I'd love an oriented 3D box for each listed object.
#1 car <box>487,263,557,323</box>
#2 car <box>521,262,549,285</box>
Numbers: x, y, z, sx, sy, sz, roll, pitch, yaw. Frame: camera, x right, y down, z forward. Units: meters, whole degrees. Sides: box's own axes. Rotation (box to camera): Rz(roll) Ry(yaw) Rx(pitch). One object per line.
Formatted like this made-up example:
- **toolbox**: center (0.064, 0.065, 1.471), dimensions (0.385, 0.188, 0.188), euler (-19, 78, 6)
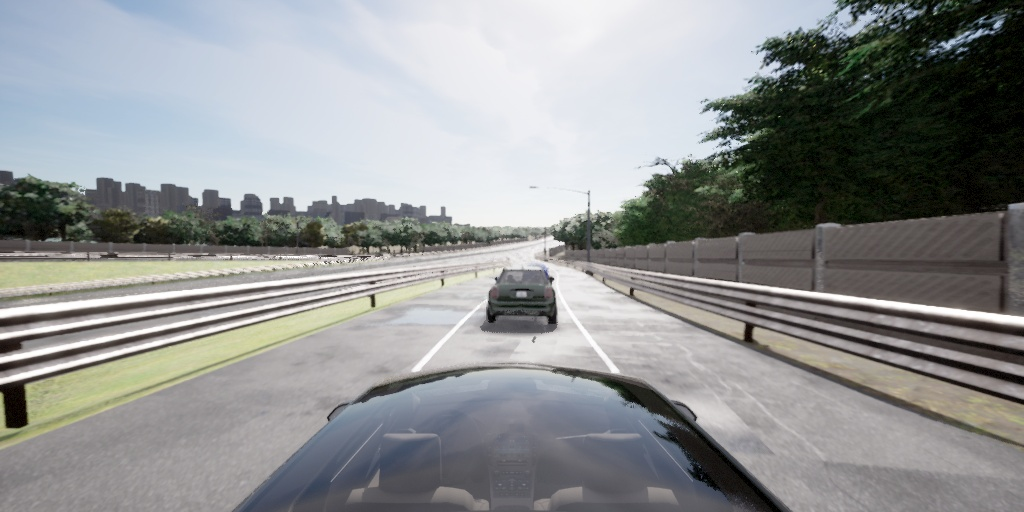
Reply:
- **car**: center (0.417, 1.126, 12.472), dimensions (2.097, 1.767, 4.553), euler (0, 0, 4)
- **car**: center (1.935, 1.294, 28.739), dimensions (1.882, 1.535, 5.008), euler (1, 0, 8)
